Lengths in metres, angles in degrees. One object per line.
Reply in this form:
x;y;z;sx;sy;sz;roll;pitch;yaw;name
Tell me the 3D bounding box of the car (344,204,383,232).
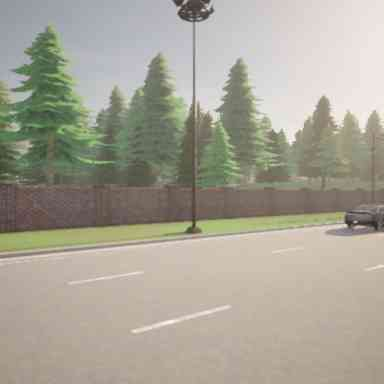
11.317;1.508;20.417;4.902;1.511;2.128;0;0;-36;car
